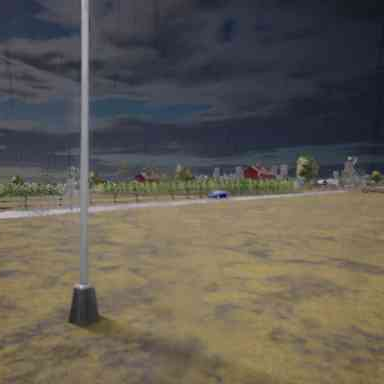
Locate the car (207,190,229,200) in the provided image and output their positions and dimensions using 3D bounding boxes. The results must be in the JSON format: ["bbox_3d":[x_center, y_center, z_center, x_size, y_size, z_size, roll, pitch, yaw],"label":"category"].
[{"bbox_3d":[4.509,0.453,56.695,1.882,1.535,5.008,1,1,36],"label":"car"}]
